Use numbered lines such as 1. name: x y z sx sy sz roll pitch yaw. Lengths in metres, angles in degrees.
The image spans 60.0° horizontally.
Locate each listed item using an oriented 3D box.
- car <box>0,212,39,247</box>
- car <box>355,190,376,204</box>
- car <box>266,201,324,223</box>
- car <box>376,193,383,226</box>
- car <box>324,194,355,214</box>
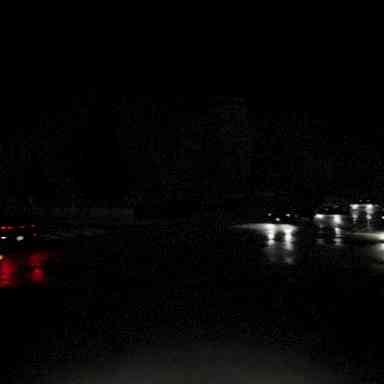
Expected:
1. car: -8.550 1.675 15.131 2.128 1.511 4.902 -1 0 -43
2. car: 20.939 0.544 40.048 1.837 1.490 4.892 -1 4 41
3. car: 7.402 1.398 24.097 2.033 1.411 5.357 -1 0 40
4. car: 13.000 0.949 19.879 2.150 2.045 5.566 -1 0 40
5. car: 13.401 1.209 31.172 1.812 1.442 4.674 -1 1 40
